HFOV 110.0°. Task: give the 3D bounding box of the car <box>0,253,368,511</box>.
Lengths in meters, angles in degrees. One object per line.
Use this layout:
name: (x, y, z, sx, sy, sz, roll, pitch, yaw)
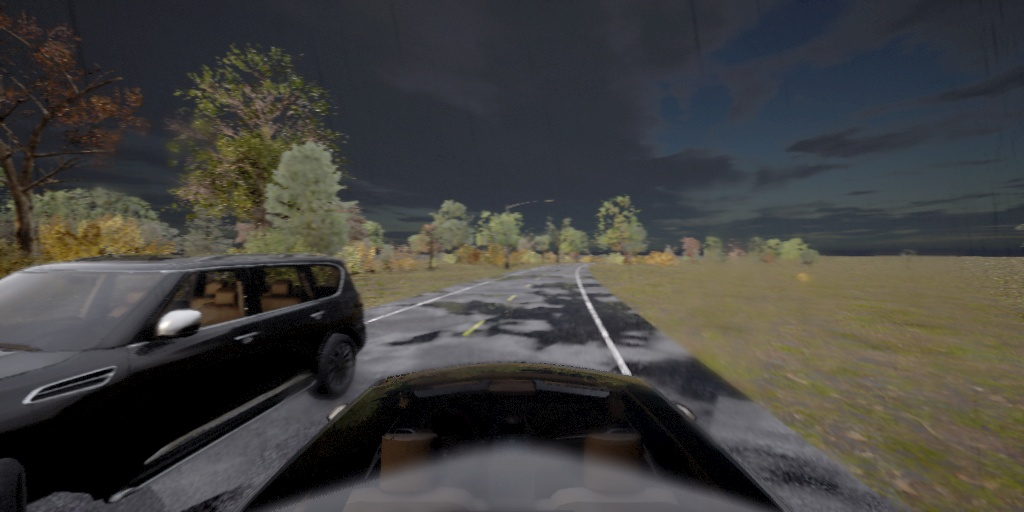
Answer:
car: (-3.607, 0.990, 3.683, 2.150, 2.045, 5.566, 0, 0, 5)
